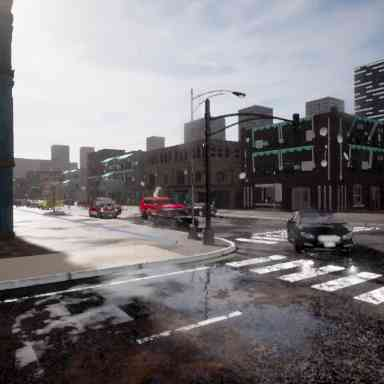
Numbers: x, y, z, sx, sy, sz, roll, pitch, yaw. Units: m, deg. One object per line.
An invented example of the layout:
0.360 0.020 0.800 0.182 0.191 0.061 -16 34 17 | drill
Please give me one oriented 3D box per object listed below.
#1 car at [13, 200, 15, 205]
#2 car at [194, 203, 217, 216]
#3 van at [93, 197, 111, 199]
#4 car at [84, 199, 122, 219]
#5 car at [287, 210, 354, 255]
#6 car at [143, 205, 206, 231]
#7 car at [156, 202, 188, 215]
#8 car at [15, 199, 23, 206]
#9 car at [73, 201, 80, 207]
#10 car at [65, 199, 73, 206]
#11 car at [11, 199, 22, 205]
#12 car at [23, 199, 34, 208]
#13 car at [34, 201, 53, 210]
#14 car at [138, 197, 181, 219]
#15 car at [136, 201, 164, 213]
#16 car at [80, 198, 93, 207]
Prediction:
-41.252 2.547 79.668 2.008 1.369 4.403 -1 0 -35 | car
0.799 1.810 34.848 2.008 1.369 4.403 -2 0 -35 | car
-15.213 1.907 57.424 1.690 1.788 3.998 -1 0 -35 | van
-9.240 1.846 34.514 1.967 1.590 4.097 -1 0 -35 | car
4.984 1.502 13.424 2.128 1.511 4.902 0 -1 10 | car
-1.310 1.815 23.124 1.947 1.339 4.313 -1 0 -35 | car
-2.402 1.904 39.364 1.802 1.307 4.206 -2 0 -35 | car
-38.053 2.380 75.152 1.967 1.590 4.097 -1 0 -35 | car
-21.611 2.227 66.455 1.887 1.381 4.507 -1 0 -35 | car
-28.014 2.364 75.486 1.947 1.339 4.313 -1 0 -35 | car
-44.454 2.597 84.182 1.887 1.381 4.507 -1 0 -35 | car
-31.648 2.376 66.122 2.008 1.369 4.403 -1 0 -35 | car
-25.147 2.232 56.952 1.752 1.417 4.829 -1 0 -35 | car
-2.655 1.515 29.710 2.150 2.045 5.566 -1 0 -36 | car
-5.603 1.966 43.878 1.802 1.307 4.206 -1 0 -35 | car
-18.415 1.940 61.939 2.192 1.841 5.009 -1 0 -35 | car
